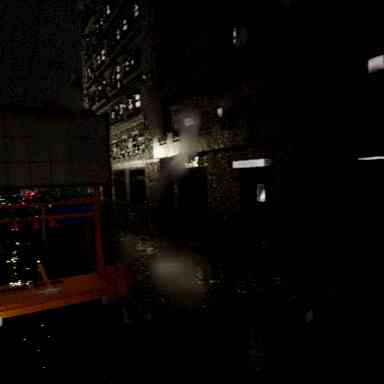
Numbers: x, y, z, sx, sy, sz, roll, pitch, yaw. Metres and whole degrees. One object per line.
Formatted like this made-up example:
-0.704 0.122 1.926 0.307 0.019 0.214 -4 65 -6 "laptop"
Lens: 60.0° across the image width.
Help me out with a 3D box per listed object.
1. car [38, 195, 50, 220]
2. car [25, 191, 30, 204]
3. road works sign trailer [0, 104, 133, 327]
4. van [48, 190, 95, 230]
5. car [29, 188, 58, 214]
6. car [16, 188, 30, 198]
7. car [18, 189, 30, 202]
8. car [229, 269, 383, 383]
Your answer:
-9.038 1.073 22.594 1.802 1.307 4.206 -4 3 -29 "car"
-17.363 0.854 37.407 1.802 1.307 4.206 -4 3 -29 "car"
-2.655 0.326 5.908 2.380 3.560 2.880 -4 2 -29 "road works sign trailer"
-6.275 0.907 17.647 1.690 1.788 3.998 -4 3 -29 "van"
-11.827 0.734 27.520 2.192 1.841 5.009 -4 3 -29 "car"
-34.028 0.151 67.020 2.192 1.841 5.009 -4 3 -29 "car"
-22.927 0.442 47.270 2.192 1.841 5.009 -4 3 -29 "car"
2.061 1.332 2.843 1.887 1.381 4.507 -4 3 -29 "car"
